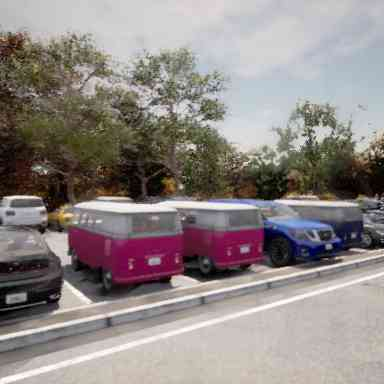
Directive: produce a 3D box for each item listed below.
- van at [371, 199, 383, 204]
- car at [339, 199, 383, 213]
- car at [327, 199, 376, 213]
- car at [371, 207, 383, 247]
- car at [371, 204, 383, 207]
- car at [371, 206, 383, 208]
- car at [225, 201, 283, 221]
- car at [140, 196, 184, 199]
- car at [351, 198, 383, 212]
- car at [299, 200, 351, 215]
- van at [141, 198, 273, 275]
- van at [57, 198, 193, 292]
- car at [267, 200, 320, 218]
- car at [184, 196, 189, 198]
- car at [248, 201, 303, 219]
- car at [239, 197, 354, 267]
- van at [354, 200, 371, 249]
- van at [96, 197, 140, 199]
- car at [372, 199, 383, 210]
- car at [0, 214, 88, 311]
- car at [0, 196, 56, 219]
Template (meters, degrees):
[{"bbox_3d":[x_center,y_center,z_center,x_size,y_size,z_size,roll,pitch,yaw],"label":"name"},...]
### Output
[{"bbox_3d":[13.862,1.430,20.634,1.878,1.987,4.442,0,0,-36],"label":"van"},{"bbox_3d":[21.517,1.717,42.103,2.163,1.488,4.792,0,0,-36],"label":"car"},{"bbox_3d":[19.274,1.685,40.468,2.231,1.521,4.892,0,0,-36],"label":"car"},{"bbox_3d":[7.087,1.614,15.643,2.231,1.521,4.892,0,0,-36],"label":"car"},{"bbox_3d":[11.634,1.676,18.930,2.163,1.488,4.792,0,0,-36],"label":"car"},{"bbox_3d":[9.370,1.672,17.268,2.002,1.452,4.674,0,0,-36],"label":"car"},{"bbox_3d":[5.631,1.651,30.910,1.946,1.575,5.366,0,0,-36],"label":"car"},{"bbox_3d":[-3.305,1.338,24.315,2.435,2.045,5.566,1,0,-36],"label":"car"},{"bbox_3d":[23.898,1.688,43.545,1.946,1.575,5.366,0,0,-36],"label":"car"},{"bbox_3d":[14.762,1.677,37.233,2.097,1.535,5.008,0,0,-36],"label":"car"},{"bbox_3d":[0.186,1.316,10.834,1.878,1.987,4.442,1,0,-36],"label":"van"},{"bbox_3d":[-2.092,1.291,9.201,1.878,1.987,4.442,1,0,-36],"label":"van"},{"bbox_3d":[10.257,1.670,33.991,2.231,1.521,4.892,0,0,-36],"label":"car"},{"bbox_3d":[-1.014,1.358,25.886,2.435,2.045,5.566,0,0,-36],"label":"car"},{"bbox_3d":[7.999,1.663,32.373,2.097,1.535,5.008,0,0,-36],"label":"car"},{"bbox_3d":[2.550,1.317,12.349,2.435,2.045,5.566,1,0,-36],"label":"car"},{"bbox_3d":[4.742,1.367,14.098,1.878,1.987,4.442,0,0,-36],"label":"van"},{"bbox_3d":[-5.613,1.338,22.769,1.878,1.987,4.442,1,0,-36],"label":"van"},{"bbox_3d":[28.319,1.728,46.906,2.163,1.488,4.792,0,0,-36],"label":"car"},{"bbox_3d":[-4.301,1.492,7.467,2.231,1.521,4.892,1,0,-36],"label":"car"},{"bbox_3d":[-10.073,1.262,19.465,2.435,2.045,5.566,1,0,-36],"label":"car"}]
